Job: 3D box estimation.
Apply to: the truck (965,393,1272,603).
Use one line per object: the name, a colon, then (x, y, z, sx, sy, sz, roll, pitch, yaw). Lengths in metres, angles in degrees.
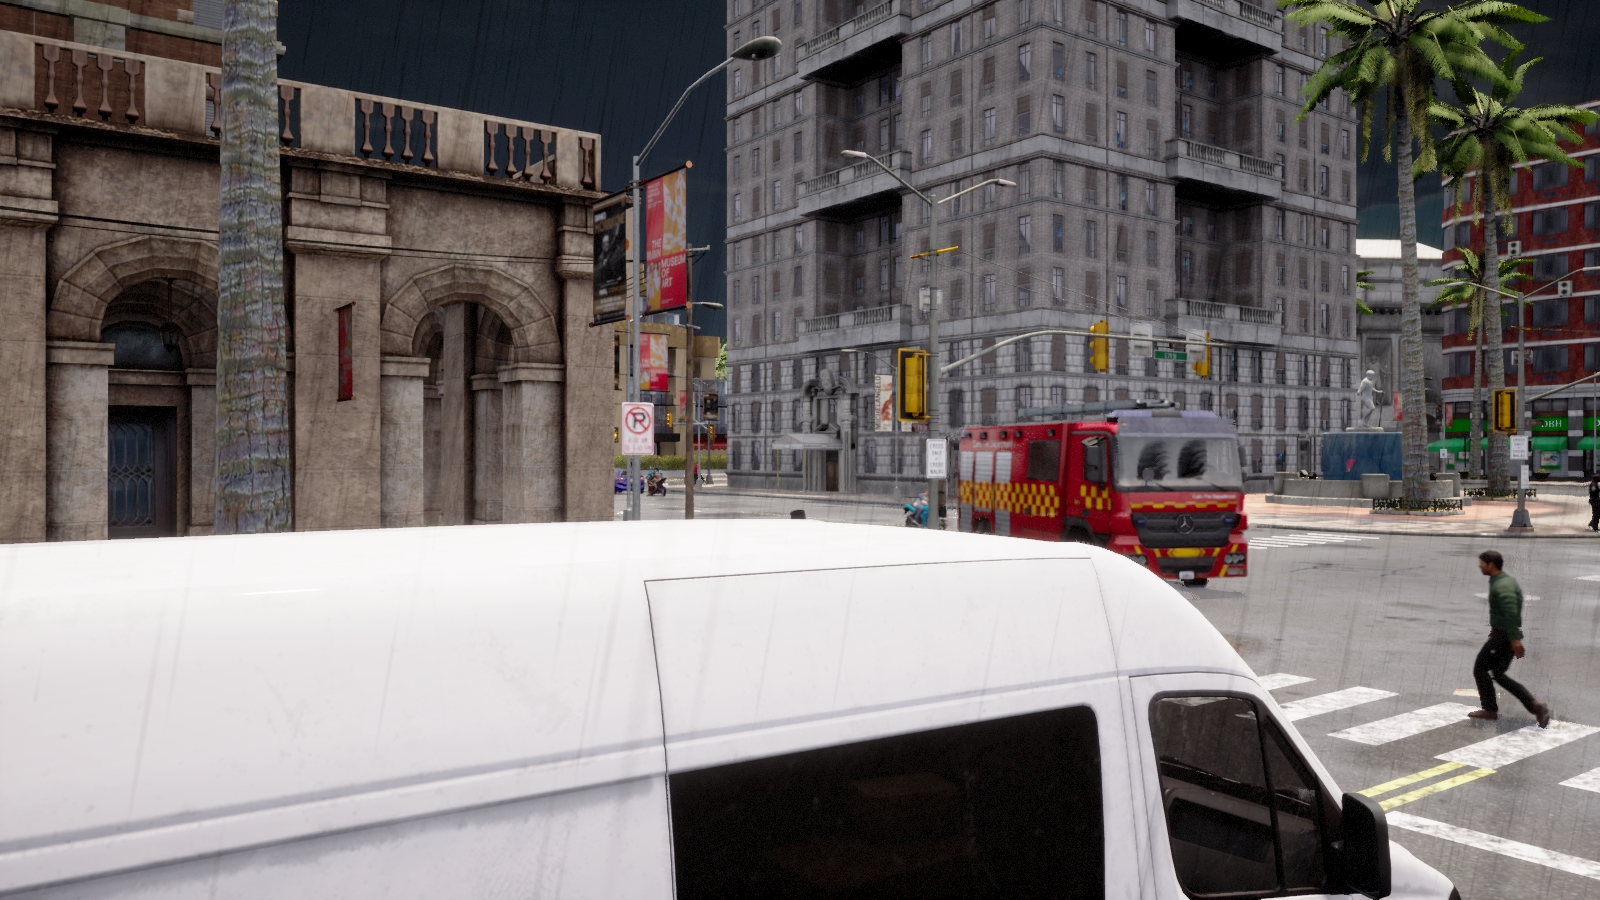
truck: (6.552, 0.882, 25.345, 2.891, 3.827, 8.468, 0, 0, -13)

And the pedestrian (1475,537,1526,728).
pedestrian: (7.144, 1.842, 11.657, 0.375, 1.860, 0.375, 0, 0, 43)

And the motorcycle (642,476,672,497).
motorcycle: (-8.633, 2.192, 68.938, 0.867, 1.251, 2.209, 0, 0, -35)

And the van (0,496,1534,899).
van: (0.019, 1.533, 3.806, 5.915, 2.561, 1.988, 0, 0, -35)

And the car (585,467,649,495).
car: (-11.778, 1.955, 73.402, 2.242, 1.667, 4.611, 0, 0, -35)

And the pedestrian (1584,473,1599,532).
pedestrian: (25.515, 1.679, 36.798, 0.375, 1.860, 0.375, 0, 0, 28)
